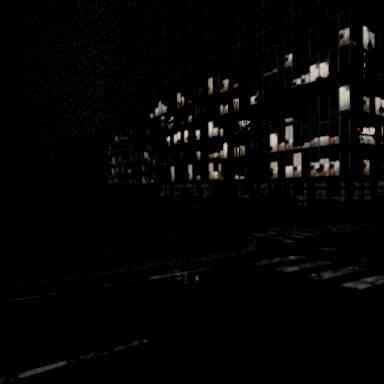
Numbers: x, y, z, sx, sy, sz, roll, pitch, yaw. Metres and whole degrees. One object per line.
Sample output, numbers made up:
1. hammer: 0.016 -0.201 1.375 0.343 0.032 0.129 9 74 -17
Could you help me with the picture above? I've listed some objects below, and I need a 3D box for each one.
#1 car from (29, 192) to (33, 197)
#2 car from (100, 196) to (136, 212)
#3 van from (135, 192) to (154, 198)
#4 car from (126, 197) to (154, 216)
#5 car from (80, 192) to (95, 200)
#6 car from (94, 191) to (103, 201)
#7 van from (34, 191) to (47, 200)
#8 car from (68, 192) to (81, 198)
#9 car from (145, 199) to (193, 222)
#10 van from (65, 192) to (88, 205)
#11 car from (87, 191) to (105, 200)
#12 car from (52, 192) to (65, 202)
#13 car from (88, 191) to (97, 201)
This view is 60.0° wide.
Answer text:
1. car: -36.357 0.765 78.180 1.967 1.590 4.097 0 1 -34
2. car: -7.903 1.390 35.677 1.947 1.339 4.313 0 1 -34
3. van: -7.231 0.970 49.810 1.690 1.788 3.998 0 1 -34
4. car: -4.785 1.461 30.925 1.802 1.307 4.206 0 1 -34
5. car: -23.065 0.790 73.410 1.967 1.590 4.097 0 1 -34
6. car: -16.732 1.045 63.972 1.802 1.307 4.206 0 1 -34
7. van: -33.190 0.722 73.460 1.690 1.788 3.998 0 1 -34
8. car: -29.399 0.789 82.850 2.008 1.369 4.403 0 1 -34
9. car: -1.632 1.499 26.194 1.947 1.339 4.313 0 1 -34
10. van: -17.356 1.002 49.862 1.690 1.788 3.998 0 1 -34
11. car: -19.898 0.721 68.689 2.192 1.841 5.009 0 1 -34
12. car: -23.691 1.100 59.303 2.008 1.369 4.403 0 1 -34
13. car: -19.578 0.955 63.551 1.882 1.535 5.008 -1 1 -34
